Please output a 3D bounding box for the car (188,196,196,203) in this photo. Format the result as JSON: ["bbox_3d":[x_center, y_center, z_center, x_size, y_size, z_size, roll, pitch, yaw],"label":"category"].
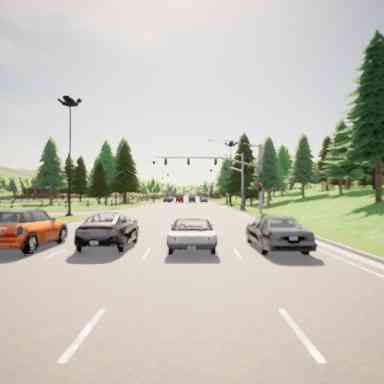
[{"bbox_3d":[0.009,2.072,94.794,2.150,2.045,5.566,0,-1,0],"label":"car"}]

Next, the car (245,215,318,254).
[{"bbox_3d":[3.503,1.677,13.980,2.033,1.411,5.357,0,0,0],"label":"car"}]

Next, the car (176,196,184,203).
[{"bbox_3d":[-3.491,2.072,94.794,2.150,2.045,5.566,0,-1,0],"label":"car"}]

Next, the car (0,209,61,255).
[{"bbox_3d":[-6.995,1.481,14.074,2.097,1.767,4.553,0,-1,0],"label":"car"}]

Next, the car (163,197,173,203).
[{"bbox_3d":[-6.991,2.223,95.150,2.097,1.767,4.553,0,-1,0],"label":"car"}]

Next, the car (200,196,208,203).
[{"bbox_3d":[3.509,2.393,95.177,2.128,1.511,4.902,0,-1,0],"label":"car"}]

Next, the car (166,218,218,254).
[{"bbox_3d":[0.004,1.732,14.097,1.895,1.301,4.718,0,0,0],"label":"car"}]

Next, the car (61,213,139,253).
[{"bbox_3d":[-3.493,1.625,14.290,2.128,1.511,4.902,0,0,0],"label":"car"}]
